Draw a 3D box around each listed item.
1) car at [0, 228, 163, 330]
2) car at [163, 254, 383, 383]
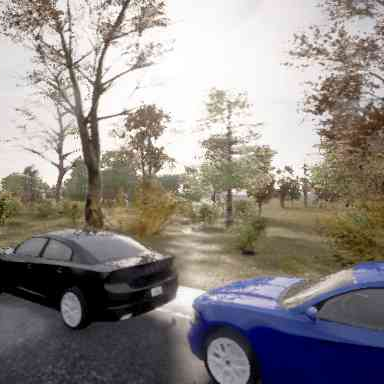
[{"bbox_3d":[-2.585,1.516,7.062,5.008,1.535,1.882,0,0,36],"label":"car"},{"bbox_3d":[2.239,1.506,3.539,5.008,1.535,1.882,0,0,36],"label":"car"}]
